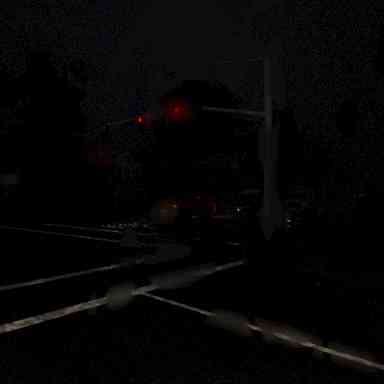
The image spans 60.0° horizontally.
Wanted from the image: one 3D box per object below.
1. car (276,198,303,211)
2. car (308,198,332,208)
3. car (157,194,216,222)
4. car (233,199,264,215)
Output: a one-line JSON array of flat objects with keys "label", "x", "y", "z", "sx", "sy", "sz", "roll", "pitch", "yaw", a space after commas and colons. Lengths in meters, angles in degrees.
[{"label": "car", "x": 12.262, "y": 1.526, "z": 41.513, "sx": 1.812, "sy": 1.442, "sz": 4.674, "roll": 0, "pitch": 0, "yaw": 41}, {"label": "car", "x": 18.891, "y": 1.601, "z": 49.123, "sx": 1.895, "sy": 1.301, "sz": 4.718, "roll": 0, "pitch": 0, "yaw": 41}, {"label": "car", "x": -0.342, "y": 1.221, "z": 27.004, "sx": 2.150, "sy": 2.045, "sz": 5.566, "roll": 0, "pitch": 0, "yaw": 41}, {"label": "car", "x": 6.165, "y": 1.491, "z": 34.491, "sx": 2.128, "sy": 1.511, "sz": 4.902, "roll": 0, "pitch": 0, "yaw": 41}]
